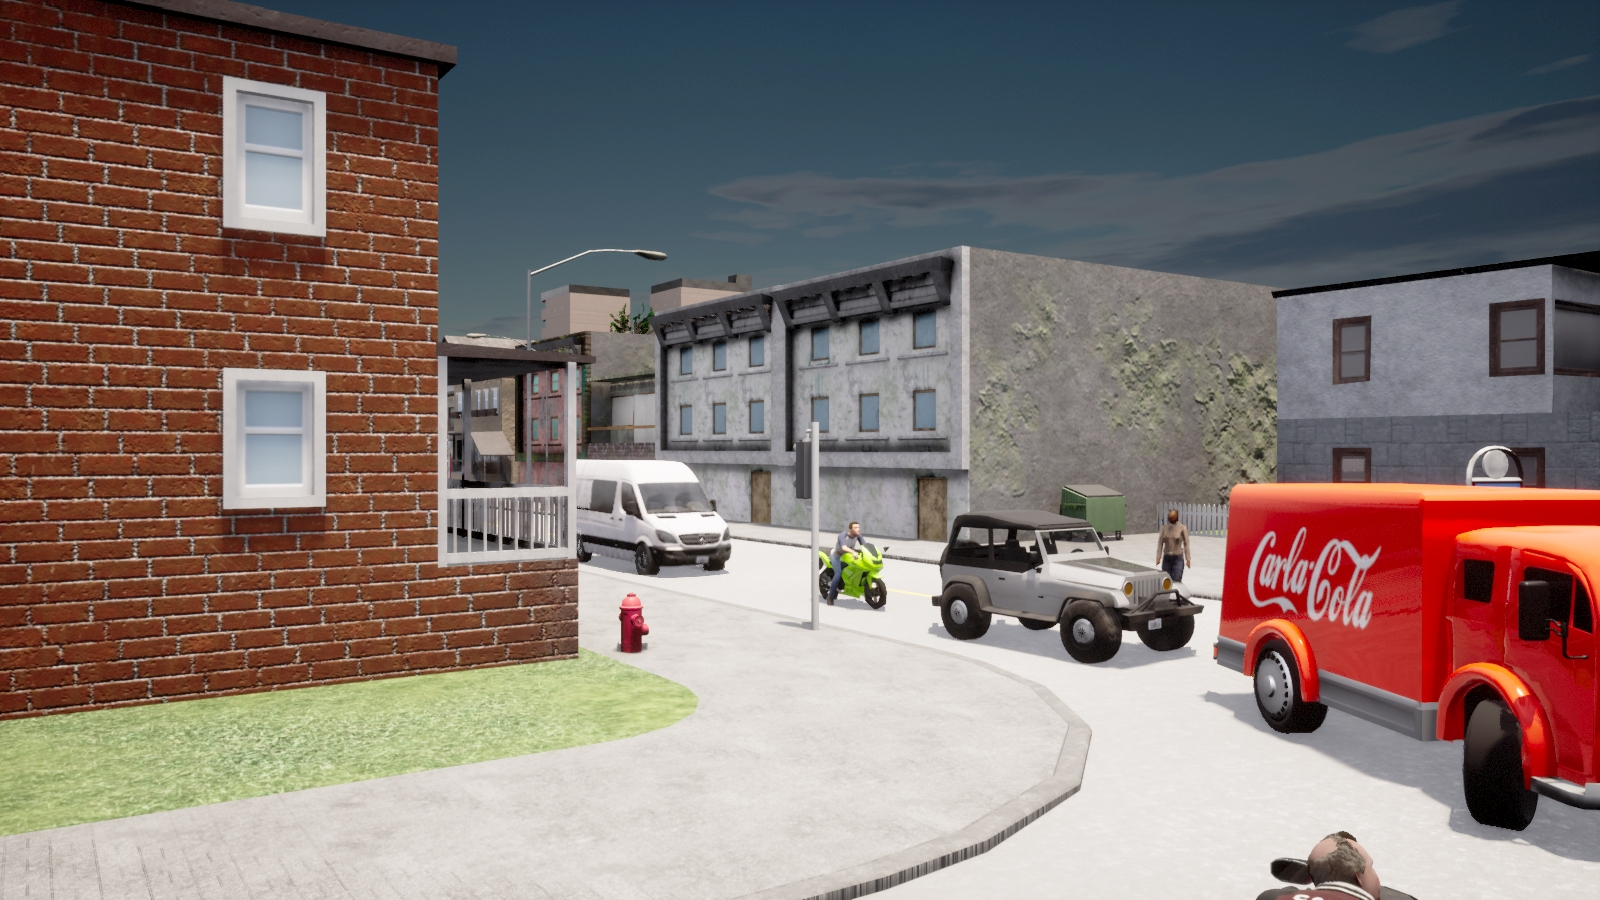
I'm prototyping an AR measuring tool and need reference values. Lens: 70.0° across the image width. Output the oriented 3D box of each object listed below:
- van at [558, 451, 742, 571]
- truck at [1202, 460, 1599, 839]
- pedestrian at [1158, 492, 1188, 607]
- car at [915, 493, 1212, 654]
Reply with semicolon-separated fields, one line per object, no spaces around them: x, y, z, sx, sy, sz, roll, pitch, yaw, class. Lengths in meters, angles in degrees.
-3.767;1.314;27.539;1.988;2.561;5.915;0;0;-34;van
6.067;1.348;10.306;2.627;2.467;5.204;0;0;-6;truck
6.163;1.628;18.863;0.375;1.860;0.375;0;0;36;pedestrian
3.680;1.637;16.521;1.905;1.878;3.866;0;0;-36;car
